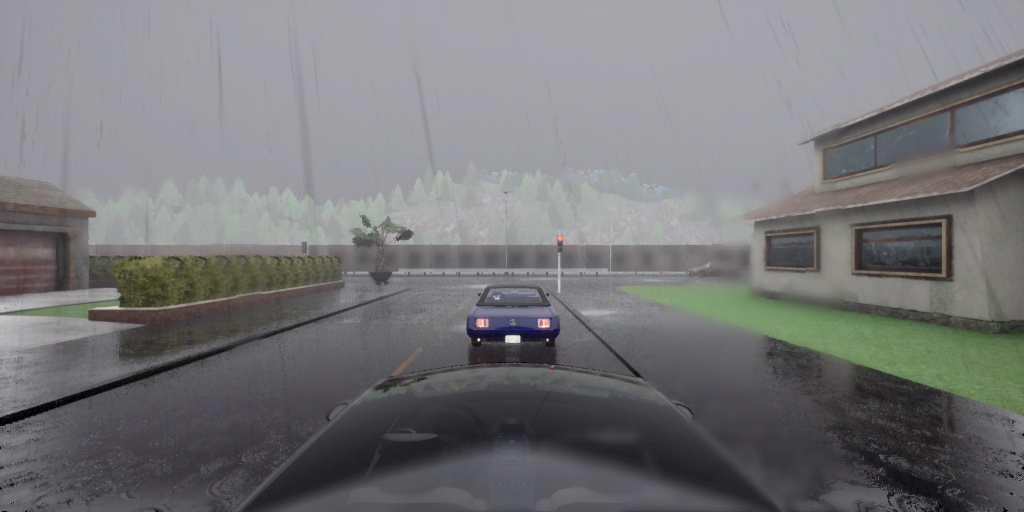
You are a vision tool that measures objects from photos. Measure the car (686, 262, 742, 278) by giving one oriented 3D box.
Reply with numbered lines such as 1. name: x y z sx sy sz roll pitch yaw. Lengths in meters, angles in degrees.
1. car: 18.535 1.276 33.017 4.674 1.442 1.812 0 0 0

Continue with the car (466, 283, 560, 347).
1. car: 0.042 1.351 9.295 1.895 1.301 4.718 0 0 1
